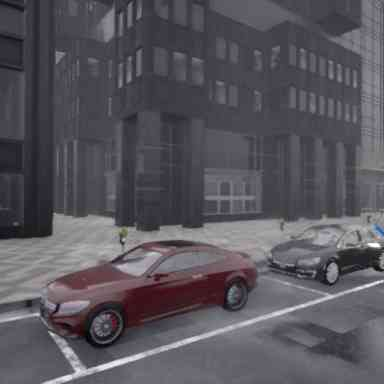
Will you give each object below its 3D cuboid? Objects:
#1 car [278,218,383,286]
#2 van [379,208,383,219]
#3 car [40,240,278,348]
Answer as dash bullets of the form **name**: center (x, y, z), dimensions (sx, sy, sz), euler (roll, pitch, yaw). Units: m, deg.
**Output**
- **car**: center (4.035, 1.612, 9.526), dimensions (4.403, 1.369, 2.008), euler (0, 0, -36)
- **van**: center (8.624, 1.442, 12.801), dimensions (3.998, 1.788, 1.690), euler (1, 0, -36)
- **car**: center (-0.553, 1.604, 6.253), dimensions (4.206, 1.307, 1.802), euler (0, 0, -36)
